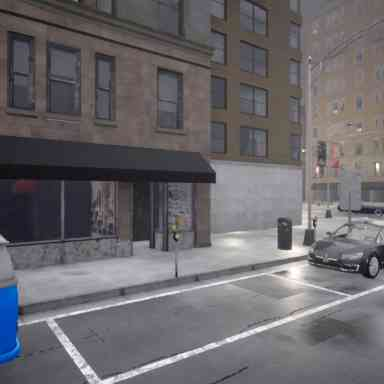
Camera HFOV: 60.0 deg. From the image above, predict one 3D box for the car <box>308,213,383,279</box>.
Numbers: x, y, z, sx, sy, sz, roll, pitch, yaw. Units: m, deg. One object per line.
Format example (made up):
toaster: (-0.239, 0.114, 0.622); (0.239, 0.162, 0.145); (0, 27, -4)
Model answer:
car: (5.274, 1.550, 9.965); (4.403, 1.369, 2.008); (0, 0, -36)

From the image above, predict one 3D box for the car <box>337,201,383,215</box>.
car: (16.219, 1.529, 31.040); (1.895, 1.301, 4.718); (0, 0, -36)

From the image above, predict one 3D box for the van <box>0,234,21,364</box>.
van: (-3.937, 1.341, 3.379); (3.998, 1.788, 1.690); (0, 0, -36)
